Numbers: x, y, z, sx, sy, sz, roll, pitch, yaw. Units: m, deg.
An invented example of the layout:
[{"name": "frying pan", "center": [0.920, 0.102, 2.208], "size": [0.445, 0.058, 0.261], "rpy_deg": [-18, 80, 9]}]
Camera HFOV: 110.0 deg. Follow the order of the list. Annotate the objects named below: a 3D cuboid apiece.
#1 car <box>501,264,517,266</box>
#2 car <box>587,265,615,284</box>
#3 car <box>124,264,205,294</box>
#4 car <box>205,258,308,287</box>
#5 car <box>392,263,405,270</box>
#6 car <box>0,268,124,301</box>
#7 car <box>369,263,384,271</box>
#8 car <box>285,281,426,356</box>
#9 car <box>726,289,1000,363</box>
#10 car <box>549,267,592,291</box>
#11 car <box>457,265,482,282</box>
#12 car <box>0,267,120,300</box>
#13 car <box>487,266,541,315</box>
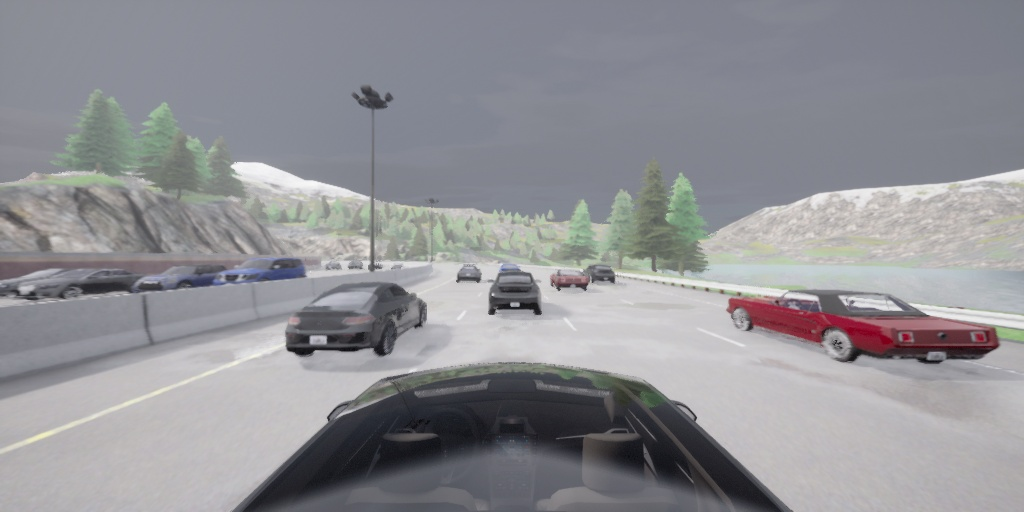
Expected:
[{"name": "car", "center": [-0.302, 1.438, 32.940], "size": [1.882, 1.535, 5.008], "rpy_deg": [0, 0, -4]}, {"name": "car", "center": [6.898, 1.442, 29.112], "size": [1.837, 1.490, 4.892], "rpy_deg": [0, 0, -2]}, {"name": "car", "center": [-17.647, 1.222, 19.637], "size": [2.097, 1.767, 4.553], "rpy_deg": [0, 0, -1]}, {"name": "car", "center": [-14.135, 1.102, 20.684], "size": [2.150, 2.045, 5.566], "rpy_deg": [0, -1, -1]}, {"name": "car", "center": [-19.066, 1.745, 60.153], "size": [1.895, 1.301, 4.718], "rpy_deg": [0, 0, -15]}, {"name": "car", "center": [-21.128, 1.352, 17.993], "size": [2.128, 1.511, 4.902], "rpy_deg": [0, 0, 0]}, {"name": "car", "center": [-22.651, 1.741, 59.933], "size": [1.895, 1.301, 4.718], "rpy_deg": [0, 0, -15]}, {"name": "car", "center": [-3.401, 1.322, 8.605], "size": [1.812, 1.442, 4.674], "rpy_deg": [0, 0, 0]}, {"name": "car", "center": [7.098, 1.395, 8.206], "size": [1.895, 1.301, 4.718], "rpy_deg": [0, 0, 0]}, {"name": "car", "center": [3.562, 1.496, 23.205], "size": [1.895, 1.301, 4.718], "rpy_deg": [0, 0, -1]}, {"name": "car", "center": [-3.738, 1.516, 31.528], "size": [1.994, 1.385, 4.181], "rpy_deg": [0, 0, -4]}, {"name": "car", "center": [-24.635, 1.394, 19.389], "size": [1.812, 1.442, 4.674], "rpy_deg": [0, 0, 0]}, {"name": "car", "center": [0.100, 1.340, 14.126], "size": [1.837, 1.490, 4.892], "rpy_deg": [0, 0, 0]}]
